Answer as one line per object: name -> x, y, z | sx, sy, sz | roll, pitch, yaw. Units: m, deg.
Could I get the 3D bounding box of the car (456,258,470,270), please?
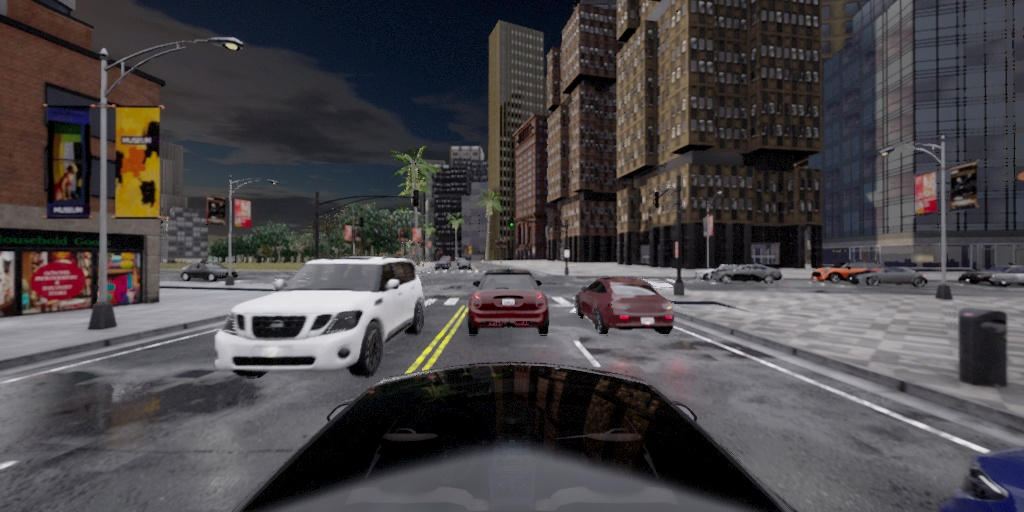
car -> -7.157, 1.356, 54.205 | 1.837, 1.490, 4.892 | 0, 0, -8

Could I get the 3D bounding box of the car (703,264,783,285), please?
car -> 17.948, 1.393, 27.733 | 4.902, 1.511, 2.128 | 0, 0, 13

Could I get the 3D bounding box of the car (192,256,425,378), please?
car -> -3.453, 1.022, 7.843 | 2.150, 2.045, 5.566 | 0, 0, -1

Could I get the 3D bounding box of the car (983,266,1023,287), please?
car -> 35.219, 1.478, 23.604 | 4.718, 1.301, 1.895 | 0, 0, 14

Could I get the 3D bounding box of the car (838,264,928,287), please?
car -> 26.624, 1.452, 25.661 | 4.181, 1.385, 1.994 | 0, 0, 13

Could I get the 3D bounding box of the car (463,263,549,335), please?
car -> -0.135, 1.177, 10.979 | 2.097, 1.767, 4.553 | 0, -1, -1

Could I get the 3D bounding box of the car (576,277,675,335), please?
car -> 3.142, 1.347, 10.653 | 1.812, 1.442, 4.674 | 0, 0, 0

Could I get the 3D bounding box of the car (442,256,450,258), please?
car -> -11.789, 1.160, 63.368 | 2.097, 1.767, 4.553 | 0, 0, -9

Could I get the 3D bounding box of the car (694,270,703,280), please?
car -> 18.327, 1.441, 30.985 | 4.674, 1.442, 1.812 | 0, 0, 13

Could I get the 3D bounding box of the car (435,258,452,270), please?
car -> -10.402, 1.396, 54.127 | 2.033, 1.411, 5.357 | 0, 0, -5

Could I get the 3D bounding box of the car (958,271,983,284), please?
car -> 37.053, 1.436, 26.505 | 5.357, 1.411, 2.033 | 0, 0, 14

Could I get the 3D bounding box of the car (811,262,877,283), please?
car -> 27.049, 1.253, 28.898 | 4.553, 1.767, 2.097 | 0, 0, 13

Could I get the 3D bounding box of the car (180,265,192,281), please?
car -> -26.501, 1.405, 31.372 | 4.892, 1.490, 1.837 | 0, 0, 13
